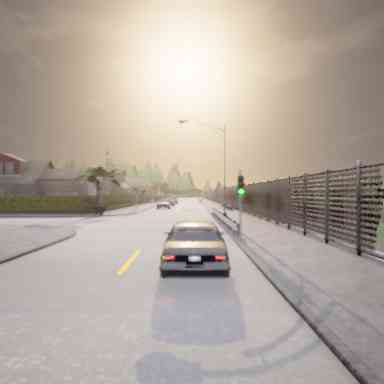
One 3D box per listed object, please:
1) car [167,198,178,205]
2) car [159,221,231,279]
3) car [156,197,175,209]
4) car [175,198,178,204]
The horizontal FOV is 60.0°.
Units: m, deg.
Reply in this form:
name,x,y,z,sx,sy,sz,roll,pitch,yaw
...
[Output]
name,x,y,z,sx,sy,sz,roll,pitch,yaw
car,-3.972,1.857,68.777,1.994,1.385,4.181,0,0,0
car,0.079,1.592,10.177,2.033,1.411,5.357,0,0,0
car,-4.077,1.759,48.928,2.033,1.411,5.357,0,0,0
car,-4.040,1.732,58.773,1.882,1.535,5.008,0,0,0
